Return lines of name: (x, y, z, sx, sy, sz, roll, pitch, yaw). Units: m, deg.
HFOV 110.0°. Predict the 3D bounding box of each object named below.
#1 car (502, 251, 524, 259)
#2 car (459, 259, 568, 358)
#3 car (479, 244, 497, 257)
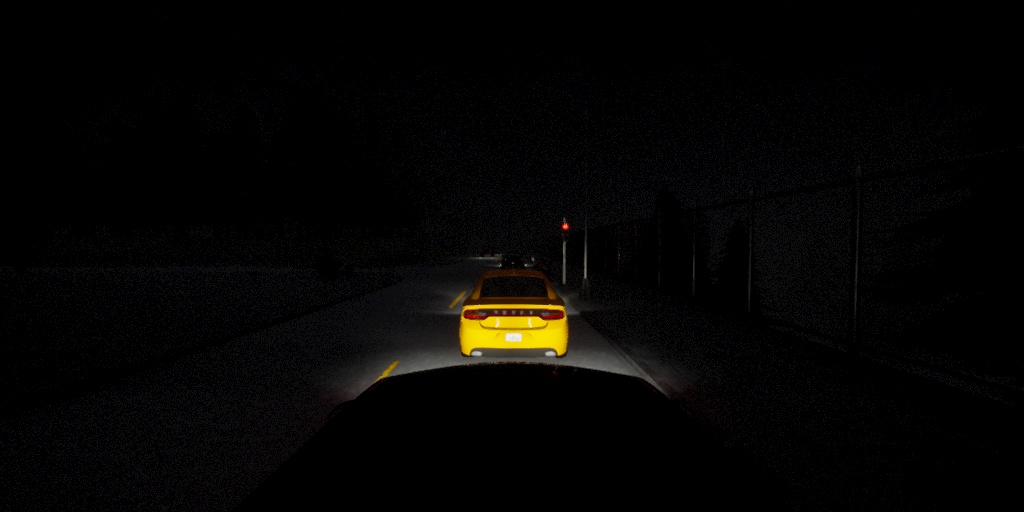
car: (0.084, 0.306, 31.299, 1.812, 1.442, 4.674, 0, 2, 0)
car: (0.047, 1.021, 7.993, 1.882, 1.535, 5.008, 0, 2, 0)
car: (-4.044, -0.878, 58.172, 2.150, 2.045, 5.566, 0, 2, 1)
